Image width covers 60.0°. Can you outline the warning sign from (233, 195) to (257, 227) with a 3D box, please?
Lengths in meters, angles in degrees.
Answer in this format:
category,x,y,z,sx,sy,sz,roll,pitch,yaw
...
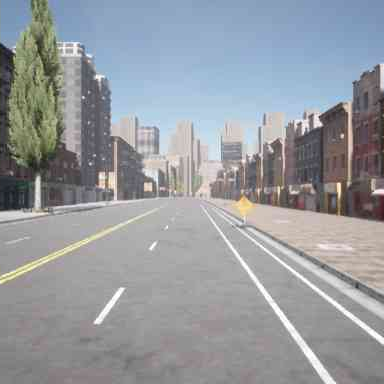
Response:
category,x,y,z,sx,sy,sz,roll,pitch,yaw
warning sign,3.220,1.149,20.447,1.300,1.860,1.060,0,0,0
